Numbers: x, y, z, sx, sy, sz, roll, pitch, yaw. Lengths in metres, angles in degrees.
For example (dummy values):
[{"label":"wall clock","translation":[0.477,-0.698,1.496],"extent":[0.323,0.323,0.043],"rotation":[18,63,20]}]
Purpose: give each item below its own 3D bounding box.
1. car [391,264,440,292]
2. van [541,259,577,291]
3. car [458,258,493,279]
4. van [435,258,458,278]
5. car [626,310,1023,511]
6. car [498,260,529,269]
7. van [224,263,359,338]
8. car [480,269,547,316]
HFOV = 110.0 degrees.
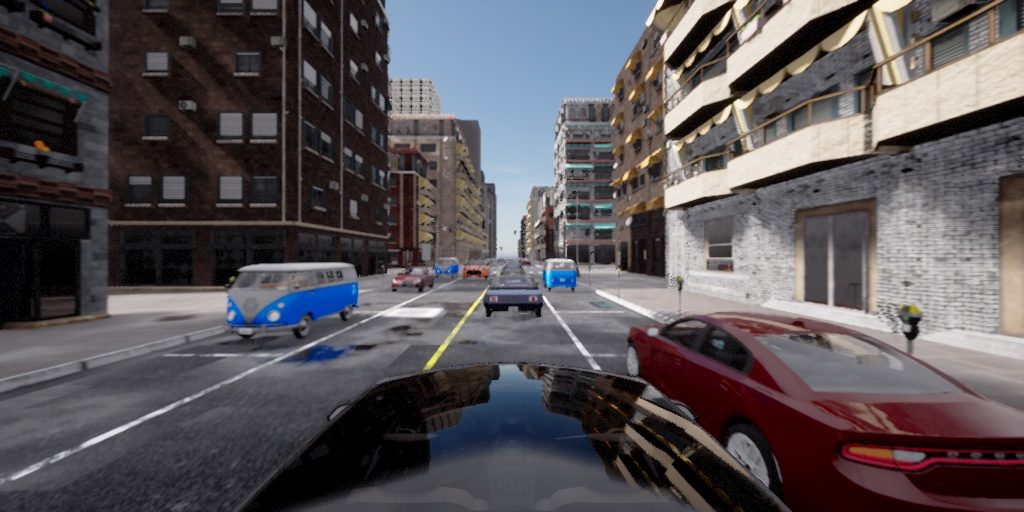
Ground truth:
[{"label":"car","translation":[-5.687,1.302,21.030],"extent":[1.802,1.307,4.207],"rotation":[0,0,0]},{"label":"van","translation":[2.694,1.060,21.024],"extent":[1.690,1.789,3.998],"rotation":[0,0,0]},{"label":"car","translation":[-3.062,1.055,31.257],"extent":[2.097,1.767,4.553],"rotation":[0,0,0]},{"label":"van","translation":[-5.796,1.043,32.299],"extent":[1.690,1.789,3.998],"rotation":[0,0,0]},{"label":"car","translation":[2.689,1.291,4.116],"extent":[1.888,1.381,4.507],"rotation":[0,0,0]},{"label":"car","translation":[0.072,1.270,29.065],"extent":[1.994,1.385,4.181],"rotation":[0,0,0]},{"label":"van","translation":[-5.690,1.078,9.757],"extent":[1.690,1.789,3.998],"rotation":[0,0,0]},{"label":"car","translation":[0.063,1.333,13.158],"extent":[1.895,1.301,4.718],"rotation":[0,0,0]}]
